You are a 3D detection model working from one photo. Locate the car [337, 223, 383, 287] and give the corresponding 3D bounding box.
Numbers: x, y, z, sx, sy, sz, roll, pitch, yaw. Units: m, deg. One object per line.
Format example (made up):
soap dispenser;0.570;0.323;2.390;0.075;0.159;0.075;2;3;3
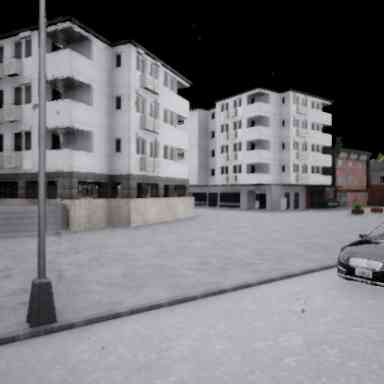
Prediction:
car;5.759;1.505;8.691;4.902;1.511;2.128;0;0;-35
